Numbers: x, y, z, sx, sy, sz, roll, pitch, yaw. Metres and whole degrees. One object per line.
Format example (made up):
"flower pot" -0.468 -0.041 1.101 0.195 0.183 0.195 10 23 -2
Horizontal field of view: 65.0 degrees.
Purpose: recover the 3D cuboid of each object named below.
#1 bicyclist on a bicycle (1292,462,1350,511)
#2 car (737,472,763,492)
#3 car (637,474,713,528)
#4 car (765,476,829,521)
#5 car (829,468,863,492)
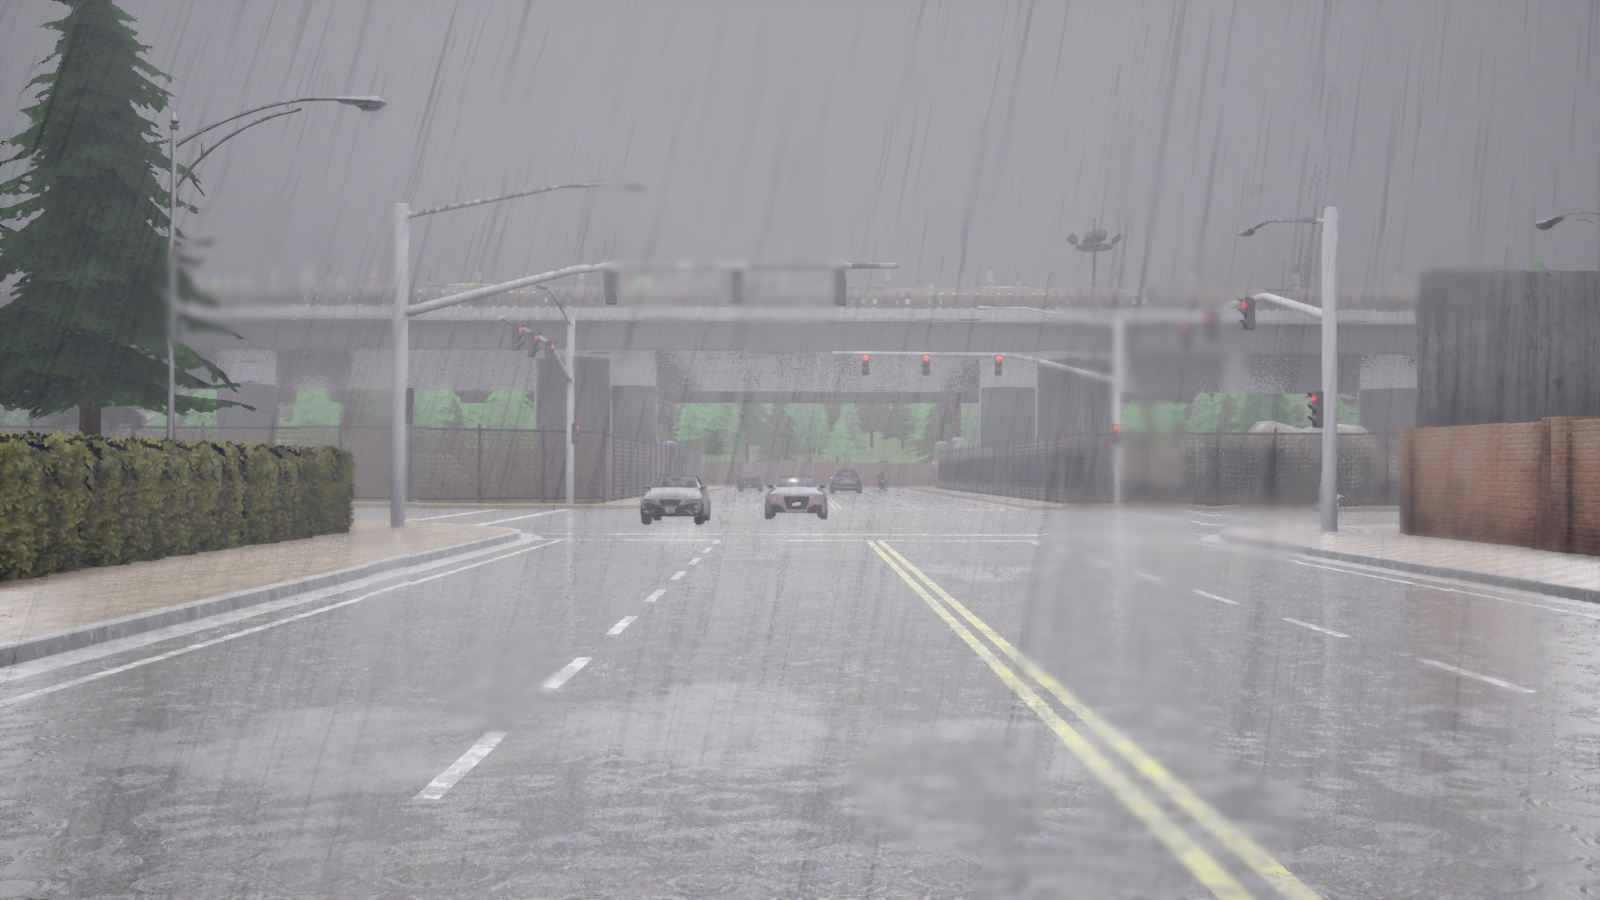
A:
"bicyclist on a bicycle" 18.956 1.319 45.688 1.843 1.776 0.659 0 -1 0
"car" -3.736 2.437 95.155 1.816 1.474 4.193 0 -1 0
"car" -3.592 1.436 36.751 1.816 1.474 4.193 0 -1 0
"car" -0.103 1.538 40.981 1.994 1.385 4.181 0 -1 0
"car" 3.275 2.150 89.854 2.242 1.667 4.611 0 -1 0
